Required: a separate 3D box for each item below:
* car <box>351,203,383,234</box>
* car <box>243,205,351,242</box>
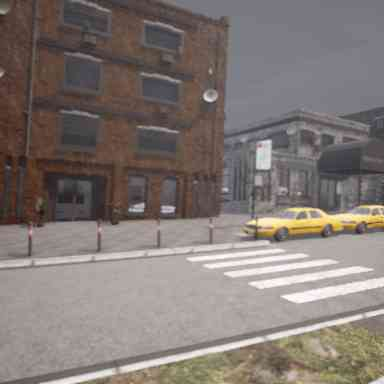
[{"bbox_3d":[9.884,1.443,18.866,5.366,1.575,1.946,0,0,-28],"label":"car"},{"bbox_3d":[5.017,1.453,16.257,5.366,1.575,1.946,0,0,-28],"label":"car"}]
